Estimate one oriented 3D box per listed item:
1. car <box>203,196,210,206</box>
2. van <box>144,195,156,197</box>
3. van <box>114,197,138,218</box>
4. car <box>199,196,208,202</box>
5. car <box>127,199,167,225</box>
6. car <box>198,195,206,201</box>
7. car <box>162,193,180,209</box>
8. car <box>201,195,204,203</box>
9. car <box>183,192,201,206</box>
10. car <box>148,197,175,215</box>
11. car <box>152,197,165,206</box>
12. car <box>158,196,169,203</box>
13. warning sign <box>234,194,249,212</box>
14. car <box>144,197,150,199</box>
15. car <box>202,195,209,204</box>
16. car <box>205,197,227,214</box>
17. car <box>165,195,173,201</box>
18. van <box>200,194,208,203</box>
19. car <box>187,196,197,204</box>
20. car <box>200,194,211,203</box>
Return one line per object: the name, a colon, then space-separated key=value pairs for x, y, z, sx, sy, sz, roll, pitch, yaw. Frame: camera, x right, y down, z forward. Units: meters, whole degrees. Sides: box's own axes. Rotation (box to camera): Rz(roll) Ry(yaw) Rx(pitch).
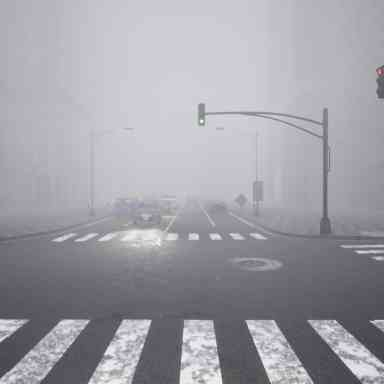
car: x=2.744 y=1.563 z=40.954 sx=1.887 sy=1.381 sz=4.507 roll=0 pitch=0 yaw=0
van: x=-5.813 y=1.364 z=46.490 sx=1.690 sy=1.788 sz=3.998 roll=0 pitch=0 yaw=0
van: x=-5.803 y=1.352 z=29.916 sx=1.690 sy=1.788 sz=3.998 roll=0 pitch=0 yaw=0
car: x=2.706 y=1.605 z=79.633 sx=2.008 sy=1.369 sz=4.403 roll=0 pitch=0 yaw=0
car: x=-3.165 y=1.499 z=24.448 sx=2.128 sy=1.511 sz=4.902 roll=0 pitch=0 yaw=-3
car: x=2.695 y=1.504 z=90.684 sx=1.967 sy=1.590 sz=4.097 roll=0 pitch=0 yaw=0
car: x=-3.125 y=1.244 z=45.105 sx=2.150 sy=2.045 sz=5.566 roll=0 pitch=0 yaw=0
car: x=2.733 y=1.554 z=52.175 sx=1.752 sy=1.417 sz=4.829 roll=0 pitch=0 yaw=0
car: x=0.017 y=1.384 z=55.463 sx=2.097 sy=1.767 sz=4.553 roll=0 pitch=0 yaw=0
car: x=-3.118 y=1.539 z=34.470 sx=1.812 sy=1.442 sz=4.674 roll=0 pitch=0 yaw=0
car: x=-5.819 y=1.615 z=57.540 sx=1.802 sy=1.307 sz=4.206 roll=0 pitch=0 yaw=0
car: x=-5.825 y=1.594 z=68.590 sx=2.008 sy=1.369 sz=4.403 roll=0 pitch=0 yaw=0
warning sign: x=5.045 y=1.128 z=34.046 sx=1.300 sy=1.860 sz=1.060 roll=0 pitch=0 yaw=0
car: x=-5.805 y=1.559 z=35.441 sx=1.887 sy=1.381 sz=4.507 roll=0 pitch=0 yaw=0
car: x=2.739 y=1.568 z=46.480 sx=1.887 sy=1.381 sz=4.507 roll=0 pitch=0 yaw=0
car: x=2.750 y=1.559 z=35.429 sx=1.887 sy=1.381 sz=4.507 roll=0 pitch=0 yaw=0
car: x=-5.835 y=1.584 z=84.995 sx=1.752 sy=1.417 sz=4.829 roll=0 pitch=0 yaw=0
van: x=2.711 y=1.390 z=74.107 sx=1.690 sy=1.788 sz=3.998 roll=0 pitch=0 yaw=0
car: x=-0.050 y=1.566 z=65.141 sx=1.812 sy=1.442 sz=4.674 roll=0 pitch=0 yaw=0
car: x=2.716 y=1.358 z=68.582 sx=2.192 sy=1.841 sz=5.009 roll=0 pitch=0 yaw=0
